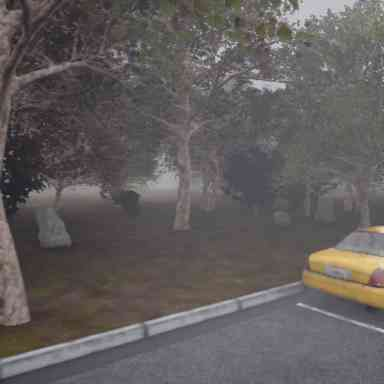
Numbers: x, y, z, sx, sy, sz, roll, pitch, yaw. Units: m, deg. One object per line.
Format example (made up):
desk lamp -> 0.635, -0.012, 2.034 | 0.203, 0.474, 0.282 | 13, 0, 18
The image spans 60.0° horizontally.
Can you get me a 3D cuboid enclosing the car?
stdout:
car -> 4.776, 1.401, 7.435 | 5.366, 1.575, 1.946 | -1, 1, -33
